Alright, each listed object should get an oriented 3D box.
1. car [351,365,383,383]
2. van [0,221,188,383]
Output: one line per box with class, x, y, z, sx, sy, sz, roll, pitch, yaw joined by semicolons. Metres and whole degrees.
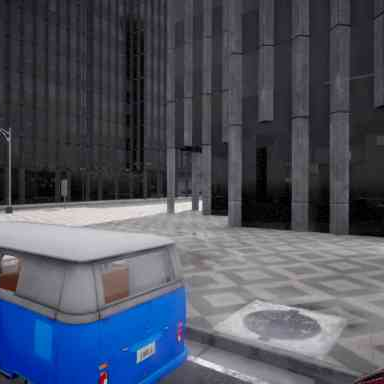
car;2.543;1.440;1.153;4.097;1.590;1.967;0;0;35
van;-1.957;1.341;4.357;3.998;1.788;1.690;0;0;35
